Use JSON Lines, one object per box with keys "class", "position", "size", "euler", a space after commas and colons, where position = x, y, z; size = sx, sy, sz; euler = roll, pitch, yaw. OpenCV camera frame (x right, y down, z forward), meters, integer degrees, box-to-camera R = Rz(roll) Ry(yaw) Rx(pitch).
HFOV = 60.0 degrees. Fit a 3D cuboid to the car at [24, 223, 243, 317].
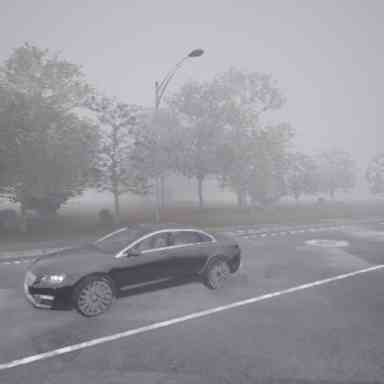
{"class": "car", "position": [-1.042, 1.491, 7.524], "size": [4.902, 1.511, 2.128], "euler": [0, 0, -35]}
